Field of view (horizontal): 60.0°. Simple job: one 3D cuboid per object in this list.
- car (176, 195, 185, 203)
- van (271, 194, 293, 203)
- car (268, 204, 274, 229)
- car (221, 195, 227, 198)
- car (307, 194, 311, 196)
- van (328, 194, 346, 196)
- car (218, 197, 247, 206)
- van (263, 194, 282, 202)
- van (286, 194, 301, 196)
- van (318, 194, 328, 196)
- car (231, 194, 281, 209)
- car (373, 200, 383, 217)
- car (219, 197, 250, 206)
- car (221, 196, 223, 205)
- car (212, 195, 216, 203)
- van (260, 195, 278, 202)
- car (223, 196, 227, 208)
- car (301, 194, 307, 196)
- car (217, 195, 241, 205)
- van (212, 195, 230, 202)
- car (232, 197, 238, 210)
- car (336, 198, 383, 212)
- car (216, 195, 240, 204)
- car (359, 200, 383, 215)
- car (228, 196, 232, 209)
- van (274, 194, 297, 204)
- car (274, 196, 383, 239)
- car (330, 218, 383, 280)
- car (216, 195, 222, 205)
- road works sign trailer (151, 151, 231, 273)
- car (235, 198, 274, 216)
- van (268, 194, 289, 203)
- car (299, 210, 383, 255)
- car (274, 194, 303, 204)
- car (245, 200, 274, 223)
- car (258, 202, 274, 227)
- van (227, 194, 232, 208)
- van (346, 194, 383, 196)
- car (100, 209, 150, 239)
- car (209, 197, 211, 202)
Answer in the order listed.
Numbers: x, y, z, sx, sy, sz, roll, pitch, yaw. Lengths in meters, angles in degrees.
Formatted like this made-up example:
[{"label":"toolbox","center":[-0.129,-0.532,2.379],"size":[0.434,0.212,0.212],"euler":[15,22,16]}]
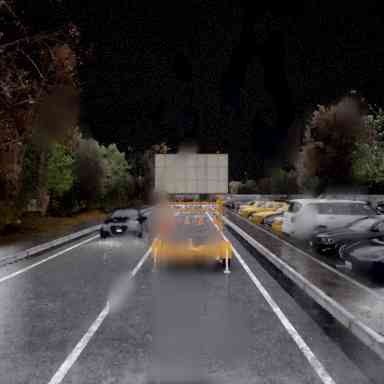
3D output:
[{"label":"car","center":[-2.922,1.655,84.283],"size":[2.150,2.045,5.566],"euler":[0,-1,0]},{"label":"van","center":[20.523,1.521,75.646],"size":[4.442,1.987,1.878],"euler":[0,0,0]},{"label":"car","center":[7.049,1.574,17.605],"size":[5.366,1.575,1.946],"euler":[0,0,0]},{"label":"car","center":[7.100,1.652,50.909],"size":[4.792,1.488,2.163],"euler":[0,0,0]},{"label":"car","center":[20.157,1.348,47.945],"size":[5.566,2.045,2.435],"euler":[0,0,0]},{"label":"van","center":[20.258,1.343,42.404],"size":[4.442,1.987,1.878],"euler":[0,0,0]},{"label":"car","center":[7.189,1.668,59.237],"size":[4.892,1.521,2.231],"euler":[0,0,0]},{"label":"van","center":[20.356,1.637,83.941],"size":[4.442,1.987,1.878],"euler":[0,-1,0]},{"label":"van","center":[20.414,1.448,61.920],"size":[4.442,1.987,1.878],"euler":[0,0,0]},{"label":"van","center":[20.047,1.358,45.176],"size":[4.442,1.987,1.878],"euler":[0,0,0]},{"label":"car","center":[7.050,1.425,37.032],"size":[4.553,1.767,2.185],"euler":[0,0,0]},{"label":"car","center":[20.083,1.561,31.457],"size":[4.792,1.488,2.163],"euler":[0,0,0]},{"label":"car","center":[7.180,1.653,56.461],"size":[4.892,1.521,2.231],"euler":[0,0,0]},{"label":"car","center":[7.078,1.637,48.133],"size":[4.792,1.488,2.163],"euler":[0,0,0]},{"label":"car","center":[7.032,1.679,62.015],"size":[5.366,1.575,1.946],"euler":[0,0,0]},{"label":"van","center":[20.634,1.756,89.477],"size":[4.442,1.987,1.878],"euler":[0,-1,0]},{"label":"car","center":[7.056,1.622,45.357],"size":[4.792,1.488,2.163],"euler":[0,0,0]},{"label":"car","center":[20.180,1.362,50.715],"size":[5.566,2.045,2.435],"euler":[0,0,0]},{"label":"car","center":[7.208,1.571,64.790],"size":[4.553,1.767,2.185],"euler":[0,0,0]},{"label":"van","center":[7.278,1.648,84.207],"size":[4.442,1.987,1.878],"euler":[0,-1,0]},{"label":"car","center":[6.990,1.543,34.252],"size":[4.892,1.521,2.231],"euler":[0,0,0]},{"label":"car","center":[20.125,1.554,39.634],"size":[5.008,1.535,2.097],"euler":[0,0,0]},{"label":"car","center":[7.231,1.586,67.566],"size":[4.553,1.767,2.185],"euler":[0,0,0]},{"label":"car","center":[20.104,1.563,34.096],"size":[4.792,1.488,2.163],"euler":[0,0,0]},{"label":"car","center":[7.070,1.592,39.804],"size":[4.792,1.488,2.163],"euler":[0,0,0]},{"label":"van","center":[20.502,1.507,73.001],"size":[4.442,1.987,1.878],"euler":[0,0,0]},{"label":"car","center":[6.870,1.335,14.830],"size":[5.566,2.045,2.435],"euler":[0,0,0]},{"label":"car","center":[6.768,1.635,9.279],"size":[4.792,1.488,2.163],"euler":[0,0,0]},{"label":"car","center":[6.966,1.634,53.687],"size":[5.366,1.575,1.946],"euler":[0,0,0]},{"label":"road works sign trailer","center":[-0.016,0.479,10.707],"size":[2.380,3.560,2.880],"euler":[0,0,0]},{"label":"car","center":[6.768,1.539,28.833],"size":[5.366,1.575,1.946],"euler":[0,0,0]},{"label":"van","center":[20.313,1.537,78.550],"size":[4.442,1.987,1.878],"euler":[0,-1,0]},{"label":"car","center":[6.825,1.596,12.055],"size":[5.008,1.535,2.097],"euler":[0,0,0]},{"label":"car","center":[20.335,1.467,70.231],"size":[5.566,2.045,2.435],"euler":[0,0,0]},{"label":"car","center":[6.722,1.556,23.160],"size":[5.366,1.575,1.946],"euler":[0,0,0]},{"label":"car","center":[6.892,1.569,20.383],"size":[4.892,1.521,2.231],"euler":[0,0,0]},{"label":"van","center":[7.179,1.352,42.581],"size":[4.442,1.987,1.878],"euler":[0,0,0]},{"label":"van","center":[19.989,1.317,36.850],"size":[4.442,1.987,1.878],"euler":[0,0,0]},{"label":"car","center":[-3.347,1.588,17.233],"size":[1.994,1.385,4.181],"euler":[0,0,0]},{"label":"car","center":[7.379,1.519,78.671],"size":[5.566,2.045,2.435],"euler":[0,0,0]}]
